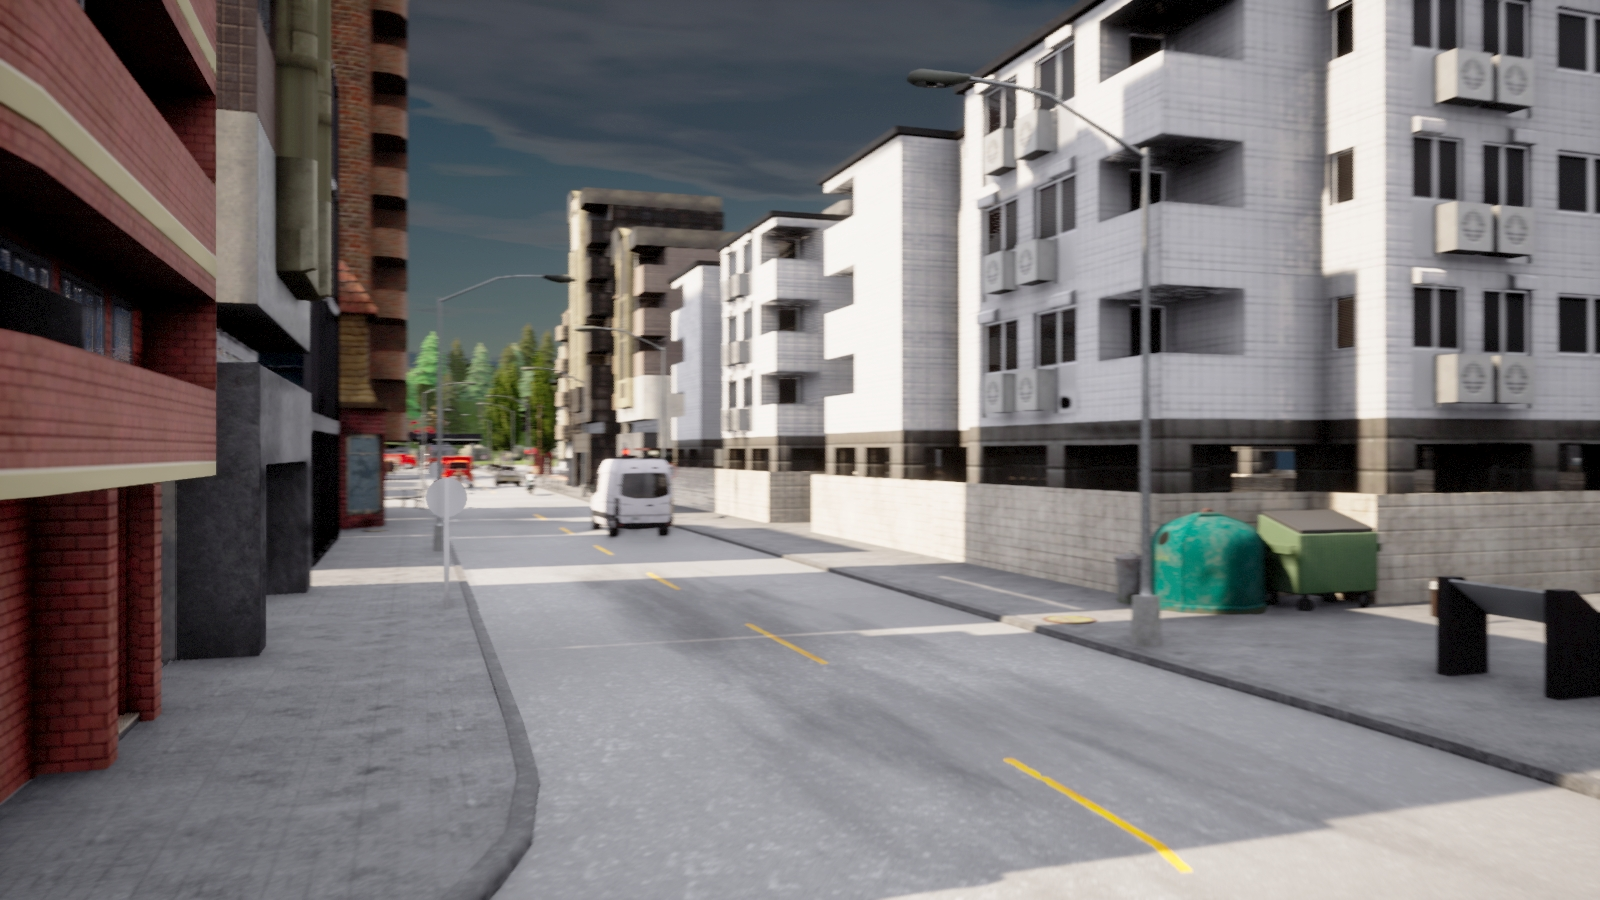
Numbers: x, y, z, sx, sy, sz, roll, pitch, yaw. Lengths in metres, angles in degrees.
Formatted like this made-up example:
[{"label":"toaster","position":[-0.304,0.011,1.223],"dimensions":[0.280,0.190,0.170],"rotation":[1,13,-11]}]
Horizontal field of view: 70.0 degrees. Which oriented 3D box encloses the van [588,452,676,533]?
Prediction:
[{"label":"van","position":[-5.932,1.367,39.652],"dimensions":[1.988,2.561,5.915],"rotation":[0,0,-19]}]
